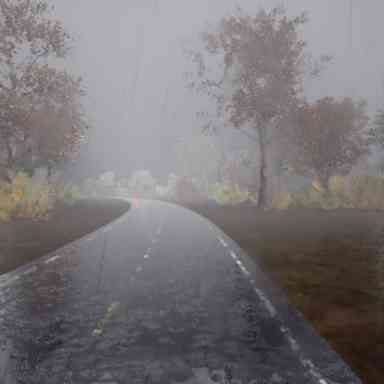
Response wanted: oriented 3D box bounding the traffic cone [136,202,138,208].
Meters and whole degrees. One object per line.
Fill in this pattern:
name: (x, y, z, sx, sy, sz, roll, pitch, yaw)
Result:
traffic cone: (-6.924, 1.736, 42.108, 0.340, 0.580, 0.340, 0, 0, -9)
